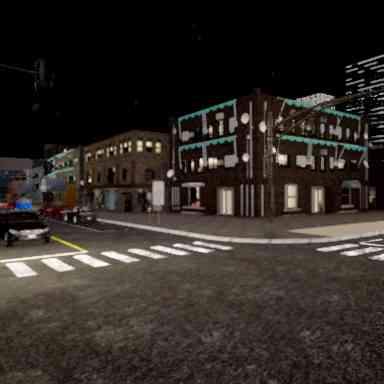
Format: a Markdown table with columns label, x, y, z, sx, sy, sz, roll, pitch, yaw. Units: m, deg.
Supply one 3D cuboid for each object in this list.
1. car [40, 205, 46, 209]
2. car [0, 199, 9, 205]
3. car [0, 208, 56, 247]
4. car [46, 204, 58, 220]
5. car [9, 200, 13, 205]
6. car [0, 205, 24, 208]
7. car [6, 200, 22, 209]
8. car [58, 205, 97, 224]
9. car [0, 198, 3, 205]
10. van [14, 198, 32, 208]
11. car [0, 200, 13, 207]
| label | x | y | z | sx | sy | sz | roll | pitch | yaw |
| --- | --- | --- | --- | --- | --- | --- | --- | --- | --- |
| car | -15.696 | 1.991 | 36.716 | 1.802 | 1.307 | 4.206 | -1 | 0 | -35 |
| car | -18.844 | 1.772 | 31.174 | 2.097 | 1.767 | 4.553 | -1 | 0 | -35 |
| car | -8.545 | 1.744 | 16.697 | 1.812 | 1.442 | 4.674 | 0 | 0 | -37 |
| car | -12.489 | 1.929 | 32.206 | 1.802 | 1.307 | 4.206 | -1 | 0 | -35 |
| car | -30.445 | 2.016 | 52.991 | 2.097 | 1.767 | 4.553 | -1 | 0 | -35 |
| car | -13.671 | 1.884 | 23.900 | 1.994 | 1.385 | 4.181 | -1 | 0 | -35 |
| car | -31.741 | 2.251 | 59.267 | 1.887 | 1.381 | 4.507 | -1 | 0 | -35 |
| car | -9.281 | 1.835 | 27.696 | 2.008 | 1.369 | 4.403 | -1 | 0 | -35 |
| car | -47.786 | 2.431 | 81.818 | 1.967 | 1.590 | 4.097 | -1 | 0 | -35 |
| van | -25.328 | 1.931 | 50.247 | 1.690 | 1.788 | 3.998 | -1 | 0 | -35 |
| car | -38.158 | 2.387 | 68.288 | 1.947 | 1.339 | 4.313 | -1 | 0 | -35 |
